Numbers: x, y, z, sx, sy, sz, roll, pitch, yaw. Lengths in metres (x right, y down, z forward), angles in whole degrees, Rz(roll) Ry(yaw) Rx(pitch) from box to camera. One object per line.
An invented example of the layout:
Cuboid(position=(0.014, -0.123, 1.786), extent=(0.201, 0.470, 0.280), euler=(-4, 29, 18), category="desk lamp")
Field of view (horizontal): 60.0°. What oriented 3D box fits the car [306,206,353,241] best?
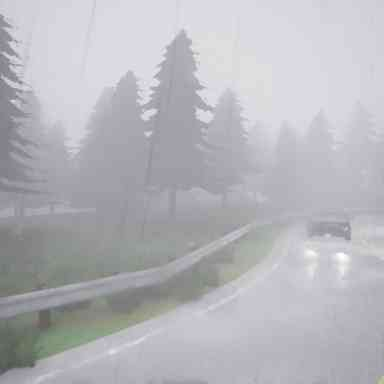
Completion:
Cuboid(position=(6.730, 1.407, 16.295), extent=(2.033, 1.411, 5.357), euler=(1, 1, 24), category="car")
